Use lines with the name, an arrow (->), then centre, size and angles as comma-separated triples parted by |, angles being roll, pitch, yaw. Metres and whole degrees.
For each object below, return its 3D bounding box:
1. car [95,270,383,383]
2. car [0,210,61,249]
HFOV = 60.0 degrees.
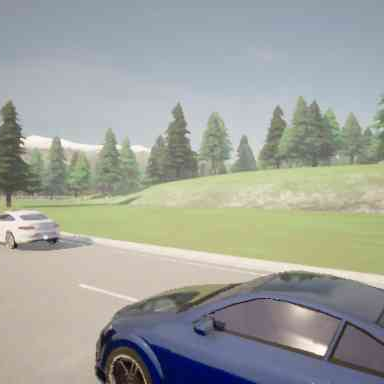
car -> 0.943, 1.562, 3.402 | 4.181, 1.385, 1.994 | 0, 0, 36
car -> -7.415, 1.501, 14.345 | 4.674, 1.442, 1.812 | 0, 0, 40
